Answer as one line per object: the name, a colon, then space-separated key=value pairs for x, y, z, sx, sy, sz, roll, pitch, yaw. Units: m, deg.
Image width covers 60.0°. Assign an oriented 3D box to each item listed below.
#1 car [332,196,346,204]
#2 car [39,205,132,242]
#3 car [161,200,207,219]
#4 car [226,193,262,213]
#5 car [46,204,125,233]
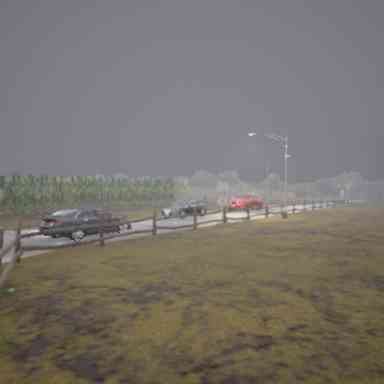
car: x=28.067 y=1.545 z=63.576 sx=2.128 sy=1.511 sz=4.902 roll=2 pitch=1 yaw=36
car: x=-5.176 y=1.529 z=16.864 sx=1.837 sy=1.490 sz=4.892 roll=1 pitch=0 yaw=34
car: x=-0.568 y=1.418 z=28.315 sx=2.128 sy=1.511 sz=4.902 roll=2 pitch=1 yaw=35
car: x=5.980 y=1.140 z=37.501 sx=2.150 sy=2.045 sz=5.566 roll=2 pitch=1 yaw=36
car: x=-6.352 y=1.502 z=20.202 sx=1.994 sy=1.385 sz=4.181 roll=2 pitch=1 yaw=36
